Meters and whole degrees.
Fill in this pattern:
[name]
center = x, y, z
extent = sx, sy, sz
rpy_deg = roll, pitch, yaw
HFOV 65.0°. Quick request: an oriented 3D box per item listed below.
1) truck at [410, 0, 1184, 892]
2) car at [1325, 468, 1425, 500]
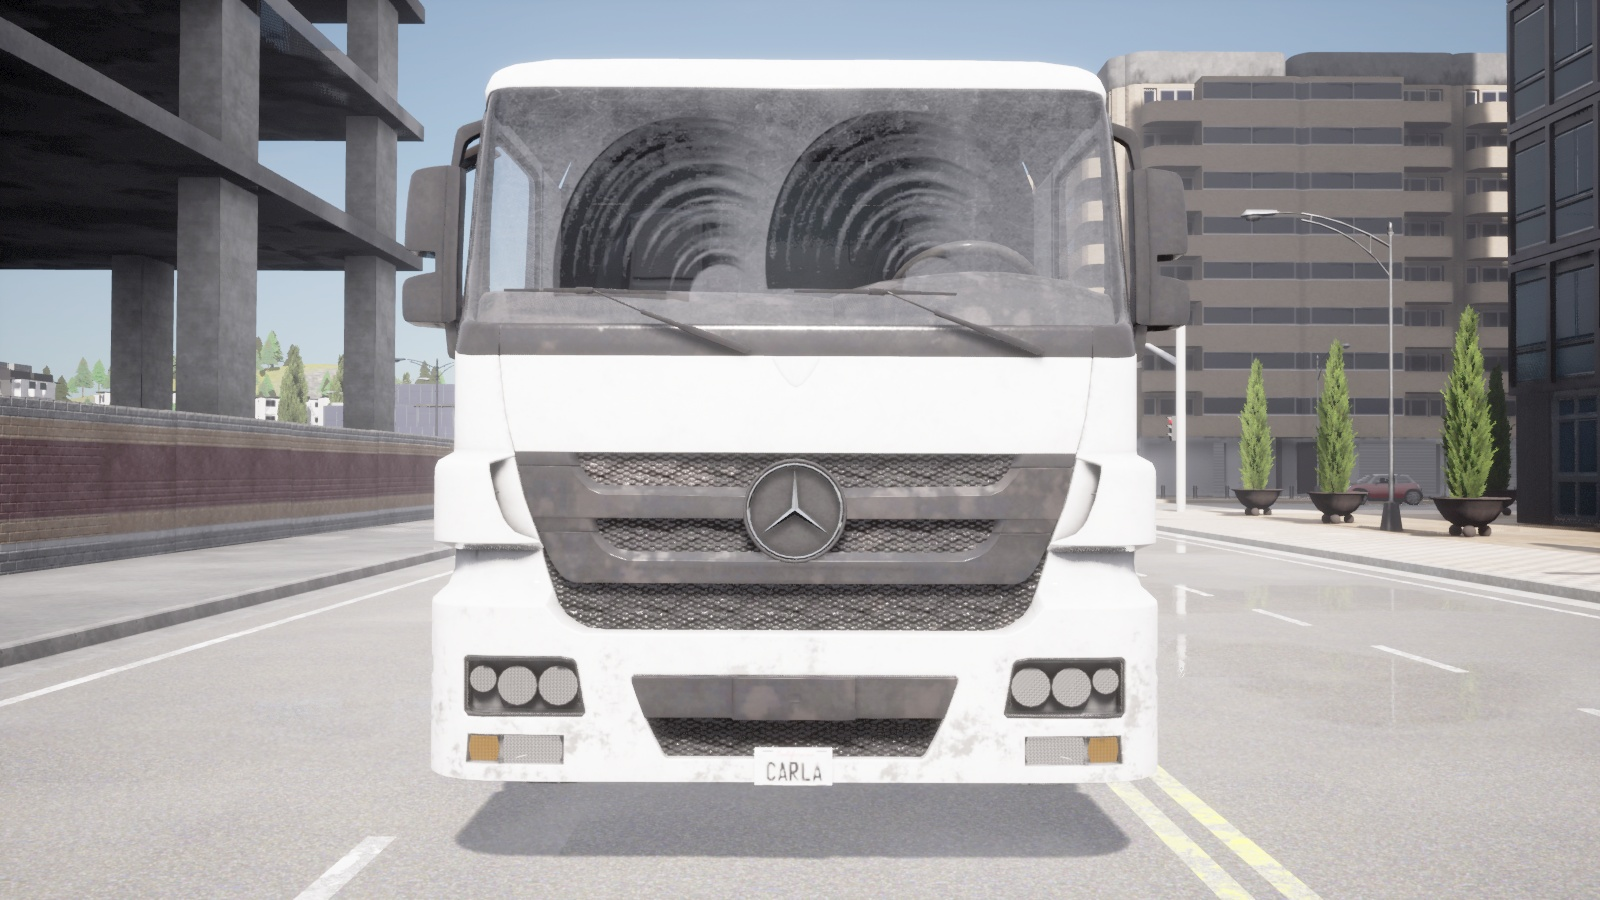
[truck]
center = -0.027, -0.022, 8.684
extent = 2.891, 3.462, 7.936
rpy_deg = 0, -1, 0
[car]
center = 27.147, 1.611, 59.400
extent = 3.806, 1.475, 1.970
rpy_deg = 0, -1, 0
